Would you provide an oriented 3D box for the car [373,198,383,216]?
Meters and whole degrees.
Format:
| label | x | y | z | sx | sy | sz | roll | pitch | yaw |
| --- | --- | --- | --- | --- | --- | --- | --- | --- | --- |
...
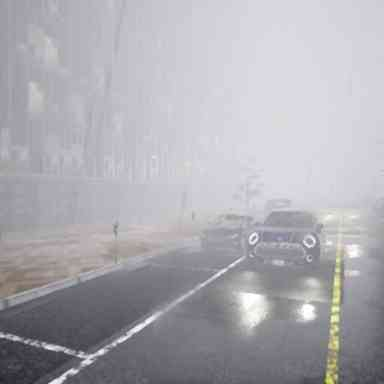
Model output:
| label | x | y | z | sx | sy | sz | roll | pitch | yaw |
| --- | --- | --- | --- | --- | --- | --- | --- | --- | --- |
| car | 18.800 | 1.397 | 31.682 | 1.967 | 1.590 | 4.097 | 0 | 0 | 24 |

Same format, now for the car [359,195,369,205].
| label | x | y | z | sx | sy | sz | roll | pitch | yaw |
| --- | --- | --- | --- | --- | --- | --- | --- | --- | --- |
| car | 30.533 | 1.465 | 57.613 | 1.887 | 1.381 | 4.507 | 0 | 0 | 24 |

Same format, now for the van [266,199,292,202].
| label | x | y | z | sx | sy | sz | roll | pitch | yaw |
| --- | --- | --- | --- | --- | --- | --- | --- | --- | --- |
| van | 6.473 | 1.387 | 24.767 | 1.690 | 1.788 | 3.998 | -1 | 0 | 24 |

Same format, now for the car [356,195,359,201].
| label | x | y | z | sx | sy | sz | roll | pitch | yaw |
| --- | --- | --- | --- | --- | --- | --- | --- | --- | --- |
| car | 37.572 | 1.452 | 73.172 | 1.947 | 1.339 | 4.313 | 0 | 0 | 24 |

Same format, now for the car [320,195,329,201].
| label | x | y | z | sx | sy | sz | roll | pitch | yaw |
| --- | --- | --- | --- | --- | --- | --- | --- | --- | --- |
| car | 34.633 | 1.483 | 87.006 | 1.887 | 1.381 | 4.507 | 0 | 0 | 24 |

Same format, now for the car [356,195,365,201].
| label | x | y | z | sx | sy | sz | roll | pitch | yaw |
| --- | --- | --- | --- | --- | --- | --- | --- | --- | --- |
| car | 42.265 | 1.426 | 83.544 | 1.947 | 1.339 | 4.313 | 0 | 0 | 24 |

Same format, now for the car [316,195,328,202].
| label | x | y | z | sx | sy | sz | roll | pitch | yaw |
| --- | --- | --- | --- | --- | --- | --- | --- | --- | --- |
| car | 27.593 | 1.522 | 71.446 | 1.887 | 1.381 | 4.507 | 0 | 0 | 24 |

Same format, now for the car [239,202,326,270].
| label | x | y | z | sx | sy | sz | roll | pitch | yaw |
| --- | --- | --- | --- | --- | --- | --- | --- | --- | --- |
| car | 3.330 | 1.377 | 11.296 | 2.097 | 1.767 | 4.553 | -1 | 0 | 24 |

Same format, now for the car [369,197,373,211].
| label | x | y | z | sx | sy | sz | roll | pitch | yaw |
| --- | --- | --- | --- | --- | --- | --- | --- | --- | --- |
| car | 21.146 | 1.391 | 36.868 | 1.967 | 1.590 | 4.097 | 0 | 0 | 24 |

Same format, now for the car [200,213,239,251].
| label | x | y | z | sx | sy | sz | roll | pitch | yaw |
| --- | --- | --- | --- | --- | --- | --- | --- | --- | --- |
| car | 1.781 | 1.600 | 14.393 | 2.008 | 1.369 | 4.403 | -1 | 0 | 24 |
